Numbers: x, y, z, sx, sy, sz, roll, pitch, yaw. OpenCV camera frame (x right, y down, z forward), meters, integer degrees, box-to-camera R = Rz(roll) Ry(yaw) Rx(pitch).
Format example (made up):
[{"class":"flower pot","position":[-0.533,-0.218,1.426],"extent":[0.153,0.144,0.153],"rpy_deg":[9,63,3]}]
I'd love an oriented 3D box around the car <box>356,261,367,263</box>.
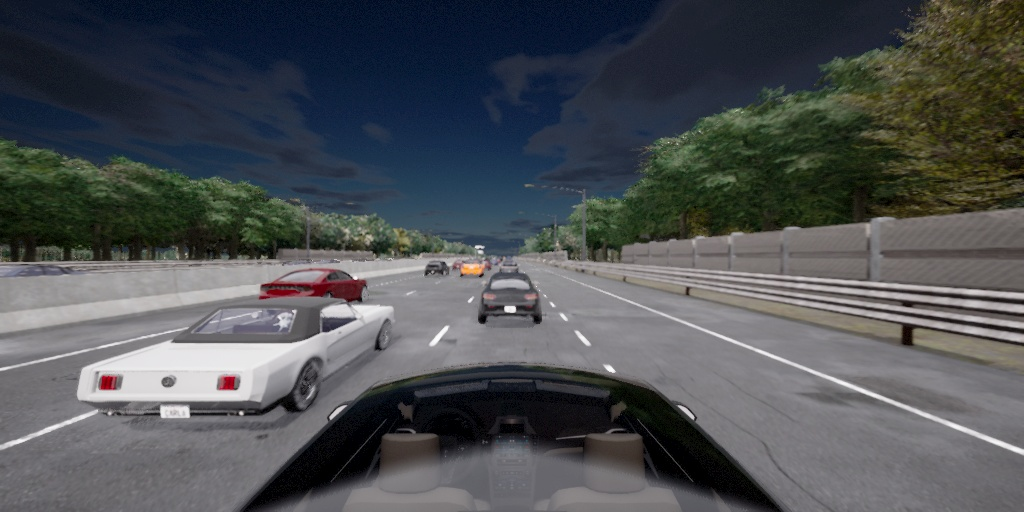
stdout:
[{"class":"car","position":[-21.395,1.296,50.039],"extent":[1.895,1.301,4.718],"rpy_deg":[0,0,0]}]

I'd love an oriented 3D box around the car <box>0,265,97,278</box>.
[{"class":"car","position":[-24.629,1.174,18.182],"extent":[2.033,1.411,5.357],"rpy_deg":[0,0,0]}]

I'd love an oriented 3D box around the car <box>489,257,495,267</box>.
[{"class":"car","position":[-3.862,1.299,51.016],"extent":[1.812,1.442,4.674],"rpy_deg":[0,0,0]}]

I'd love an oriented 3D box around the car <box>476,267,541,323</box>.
[{"class":"car","position":[-0.063,1.260,11.954],"extent":[1.812,1.442,4.674],"rpy_deg":[0,0,0]}]

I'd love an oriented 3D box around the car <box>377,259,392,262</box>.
[{"class":"car","position":[-17.903,1.215,50.189],"extent":[1.837,1.490,4.892],"rpy_deg":[0,0,0]}]

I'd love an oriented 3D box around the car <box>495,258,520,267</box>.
[{"class":"car","position":[-0.241,1.234,35.196],"extent":[2.128,1.511,4.902],"rpy_deg":[0,0,0]}]

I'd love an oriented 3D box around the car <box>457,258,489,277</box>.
[{"class":"car","position":[-3.740,1.079,35.116],"extent":[2.097,1.767,4.553],"rpy_deg":[0,0,0]}]

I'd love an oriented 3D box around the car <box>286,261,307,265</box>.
[{"class":"car","position":[-28.391,1.261,48.447],"extent":[1.895,1.301,4.718],"rpy_deg":[0,0,0]}]

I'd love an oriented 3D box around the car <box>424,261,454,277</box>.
[{"class":"car","position":[-7.241,1.219,35.139],"extent":[1.837,1.490,4.892],"rpy_deg":[0,0,0]}]

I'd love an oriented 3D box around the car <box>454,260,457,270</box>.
[{"class":"car","position":[-7.363,1.284,50.989],"extent":[1.812,1.442,4.674],"rpy_deg":[0,0,0]}]

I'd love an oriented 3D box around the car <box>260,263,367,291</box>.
[{"class":"car","position":[-7.076,1.181,13.413],"extent":[1.882,1.535,5.008],"rpy_deg":[0,0,0]}]

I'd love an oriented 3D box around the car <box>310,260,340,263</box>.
[{"class":"car","position":[-24.891,1.223,48.514],"extent":[2.033,1.411,5.357],"rpy_deg":[0,0,0]}]

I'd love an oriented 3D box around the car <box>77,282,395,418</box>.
[{"class":"car","position":[-3.517,1.328,5.954],"extent":[1.895,1.301,4.718],"rpy_deg":[0,0,0]}]
